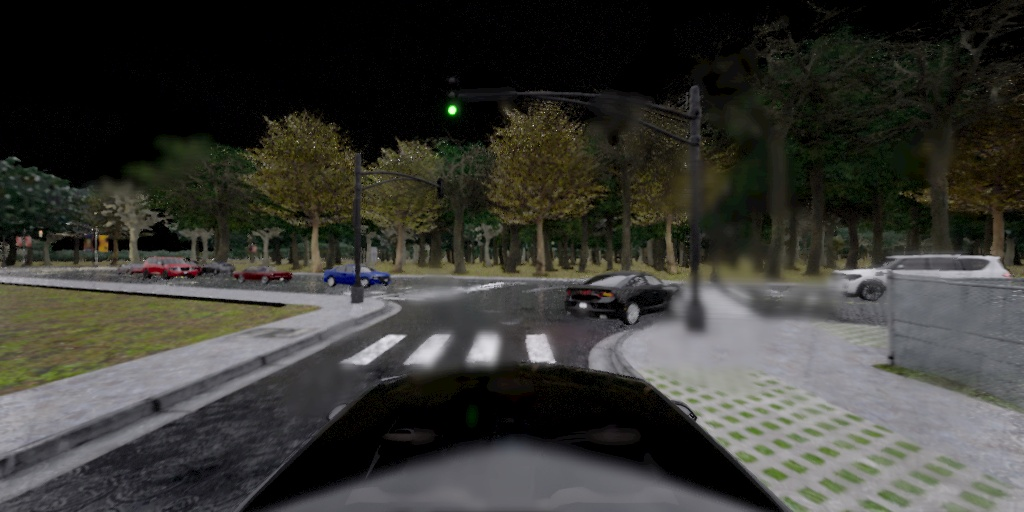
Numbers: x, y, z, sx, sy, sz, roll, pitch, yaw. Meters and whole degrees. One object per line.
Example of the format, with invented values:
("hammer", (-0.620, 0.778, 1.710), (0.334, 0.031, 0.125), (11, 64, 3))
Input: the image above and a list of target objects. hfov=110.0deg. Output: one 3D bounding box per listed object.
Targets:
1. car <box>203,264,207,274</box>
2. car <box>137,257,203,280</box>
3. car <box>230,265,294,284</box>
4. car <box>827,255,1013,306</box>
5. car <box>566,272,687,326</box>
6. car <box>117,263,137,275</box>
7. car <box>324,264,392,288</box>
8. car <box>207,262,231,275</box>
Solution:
("car", (-36.271, 1.296, 39.277), (4.553, 1.767, 2.097), (0, 0, 23))
("car", (-32.479, 1.123, 34.000), (5.566, 2.045, 2.150), (1, 0, 23))
("car", (-19.699, 1.475, 28.453), (4.718, 1.301, 1.895), (0, 0, 23))
("car", (17.789, 0.994, 15.984), (5.566, 2.045, 2.150), (0, 0, 23))
("car", (3.897, 1.252, 11.892), (5.008, 1.535, 1.882), (0, -2, -41))
("car", (-45.535, 1.522, 43.286), (4.181, 1.385, 1.994), (0, 0, 23))
("car", (-10.534, 1.324, 24.483), (5.008, 1.535, 1.882), (0, 0, 23))
("car", (-34.708, 1.458, 42.141), (4.902, 1.511, 2.128), (0, 0, 23))
